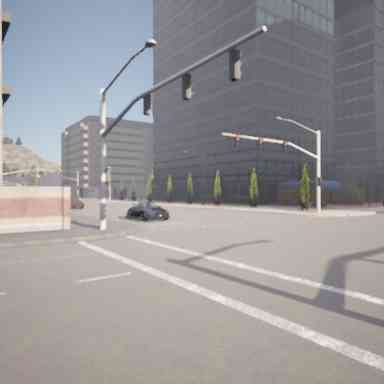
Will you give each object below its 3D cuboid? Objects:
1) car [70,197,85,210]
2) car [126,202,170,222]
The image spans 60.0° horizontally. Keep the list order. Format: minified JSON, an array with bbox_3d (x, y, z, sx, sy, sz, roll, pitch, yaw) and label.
[{"bbox_3d":[-15.079,1.422,41.864,1.882,1.535,5.008,0,1,-36],"label":"car"},{"bbox_3d":[-3.443,1.508,25.712,1.994,1.385,4.181,0,0,-36],"label":"car"}]
